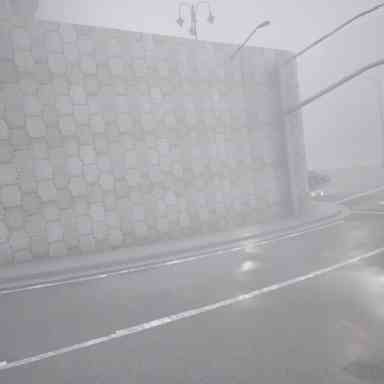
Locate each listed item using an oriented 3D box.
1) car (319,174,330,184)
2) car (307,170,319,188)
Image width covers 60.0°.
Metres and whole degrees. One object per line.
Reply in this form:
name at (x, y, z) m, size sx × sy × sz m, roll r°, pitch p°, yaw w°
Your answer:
car at (10.712, -1.347, 31.812) m, size 1.837 × 1.490 × 4.892 m, roll -11°, pitch 7°, yaw -34°
car at (8.044, -0.741, 29.604) m, size 2.033 × 1.411 × 5.357 m, roll -11°, pitch 7°, yaw -35°
